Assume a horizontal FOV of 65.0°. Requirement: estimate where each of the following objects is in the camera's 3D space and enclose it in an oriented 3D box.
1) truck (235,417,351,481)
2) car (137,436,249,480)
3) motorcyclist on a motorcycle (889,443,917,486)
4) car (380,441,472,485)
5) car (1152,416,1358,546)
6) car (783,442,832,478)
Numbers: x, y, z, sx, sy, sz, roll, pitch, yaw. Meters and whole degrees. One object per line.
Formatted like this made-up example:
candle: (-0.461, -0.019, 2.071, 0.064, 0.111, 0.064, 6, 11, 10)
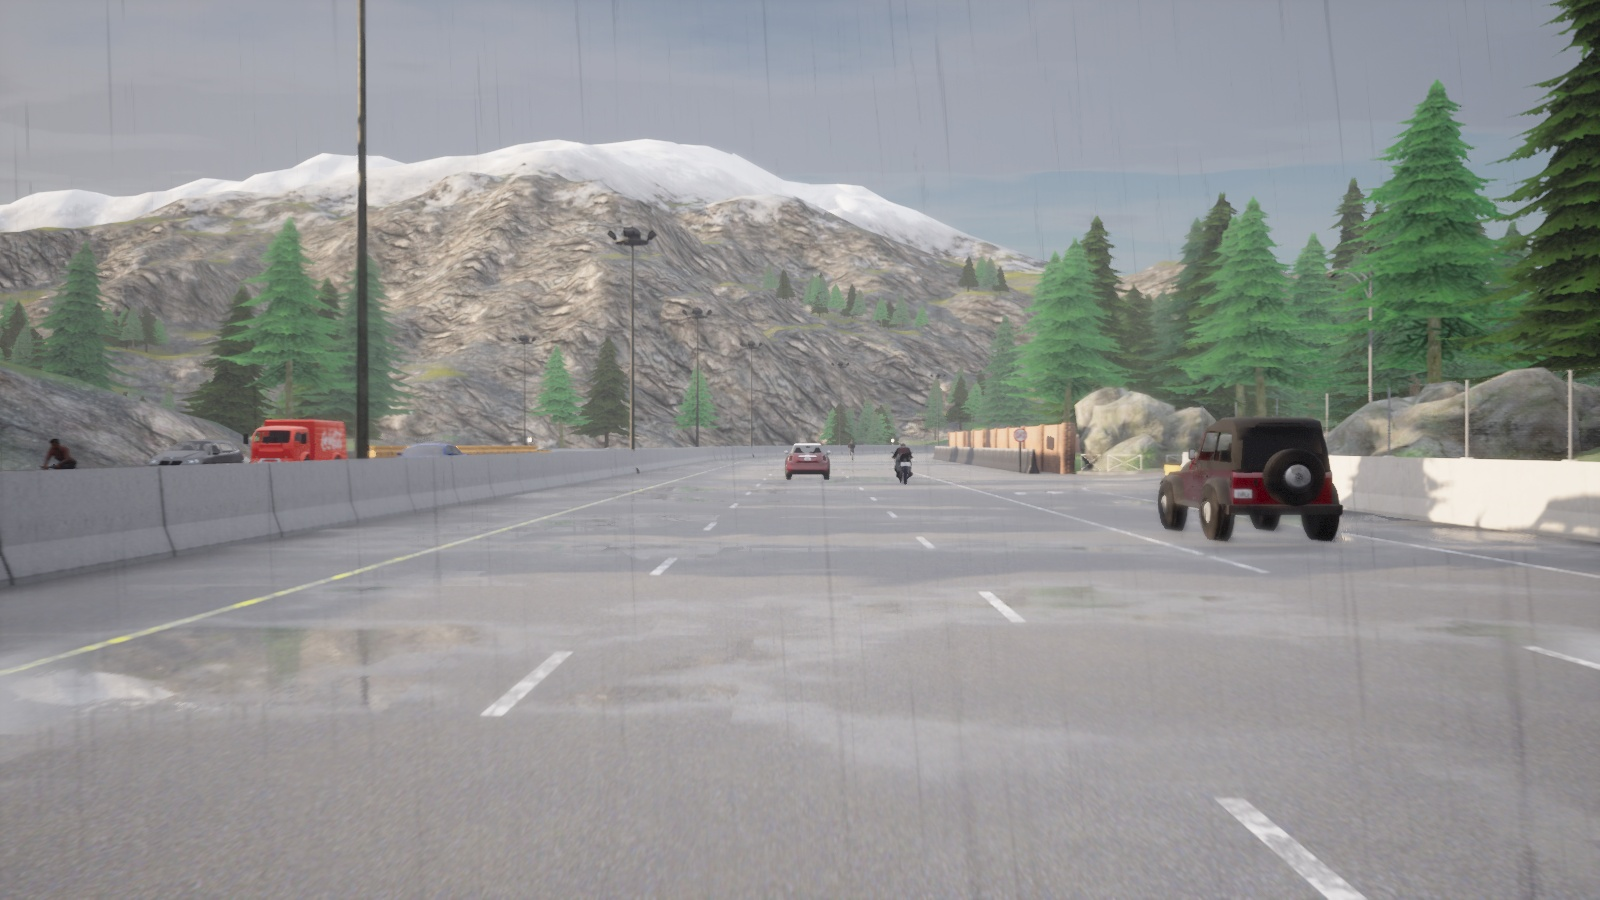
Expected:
truck: (-20.692, -0.045, 51.519, 2.627, 2.467, 5.204, 0, 0, 0)
car: (-24.199, 0.289, 50.307, 2.242, 1.667, 4.611, 0, 0, 0)
motorcyclist on a motorcycle: (3.777, 0.525, 46.034, 0.866, 1.530, 2.191, 0, 0, 0)
car: (-13.721, 0.452, 46.340, 1.882, 1.535, 5.008, 0, 0, 0)
car: (7.130, 0.435, 20.101, 1.905, 1.878, 3.866, 0, 0, 0)
car: (0.319, 0.411, 53.410, 1.970, 1.475, 3.806, 0, 0, 0)
